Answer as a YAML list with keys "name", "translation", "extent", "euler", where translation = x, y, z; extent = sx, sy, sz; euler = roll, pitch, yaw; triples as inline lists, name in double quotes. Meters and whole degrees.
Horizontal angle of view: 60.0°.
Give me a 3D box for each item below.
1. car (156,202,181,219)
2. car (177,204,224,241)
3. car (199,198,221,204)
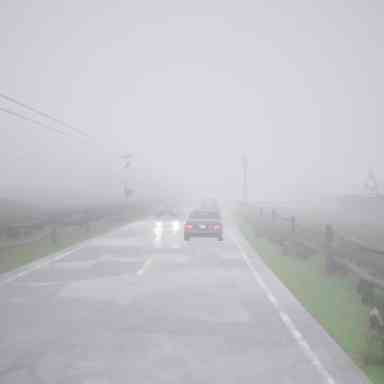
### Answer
- name: "car"
  translation: [-1.913, 1.605, 29.236]
  extent: [1.895, 1.301, 4.718]
  euler: [0, 0, 5]
- name: "car"
  translation: [0.626, 1.552, 16.800]
  extent: [2.033, 1.411, 5.357]
  euler: [0, 0, 3]
- name: "car"
  translation: [1.745, 1.362, 32.831]
  extent: [2.097, 1.767, 4.553]
  euler: [0, 0, 4]
